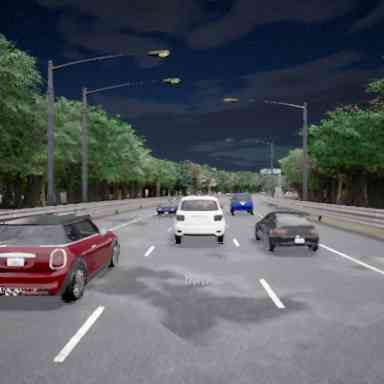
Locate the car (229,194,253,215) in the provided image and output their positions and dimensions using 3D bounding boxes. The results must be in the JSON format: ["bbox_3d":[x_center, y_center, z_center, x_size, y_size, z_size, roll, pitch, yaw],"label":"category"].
[{"bbox_3d":[4.994,1.214,33.925,2.150,2.045,5.566,0,0,5],"label":"car"}]

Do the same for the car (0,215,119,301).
[{"bbox_3d":[-3.330,1.358,8.489,2.097,1.767,4.553,0,0,1],"label":"car"}]

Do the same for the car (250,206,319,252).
[{"bbox_3d":[3.797,1.520,13.820,1.812,1.442,4.674,0,0,2],"label":"car"}]

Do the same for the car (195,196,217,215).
[{"bbox_3d":[1.497,1.350,33.969,2.097,1.767,4.553,0,0,5],"label":"car"}]

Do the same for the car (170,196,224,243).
[{"bbox_3d":[0.377,1.222,16.198,2.150,2.045,5.566,0,0,2],"label":"car"}]

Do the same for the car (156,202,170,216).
[{"bbox_3d":[-2.144,1.605,32.491,1.895,1.301,4.718,0,0,5],"label":"car"}]
